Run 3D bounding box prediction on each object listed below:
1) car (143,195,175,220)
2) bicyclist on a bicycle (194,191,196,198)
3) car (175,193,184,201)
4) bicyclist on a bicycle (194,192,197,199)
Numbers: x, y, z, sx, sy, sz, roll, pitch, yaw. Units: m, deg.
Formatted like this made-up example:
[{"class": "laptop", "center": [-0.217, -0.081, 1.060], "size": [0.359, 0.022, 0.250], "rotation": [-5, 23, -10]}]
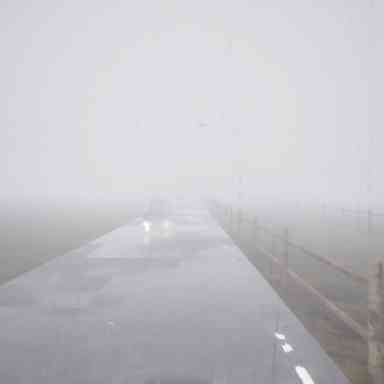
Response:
[{"class": "car", "center": [-2.830, 1.353, 28.134], "size": [2.097, 1.767, 4.553], "rotation": [0, 0, 0]}, {"class": "bicyclist on a bicycle", "center": [0.805, 0.581, 87.709], "size": [0.659, 1.776, 1.843], "rotation": [0, 1, 0]}, {"class": "car", "center": [-2.711, 1.030, 69.479], "size": [1.882, 1.535, 5.008], "rotation": [0, 1, 0]}, {"class": "bicyclist on a bicycle", "center": [0.800, 0.771, 78.712], "size": [0.659, 1.776, 1.843], "rotation": [0, 1, 0]}]
